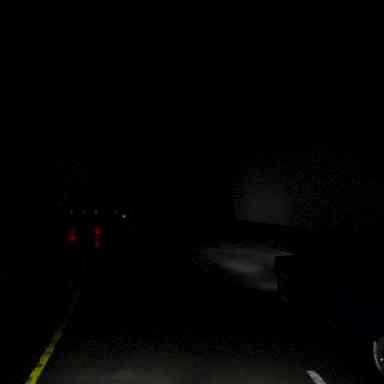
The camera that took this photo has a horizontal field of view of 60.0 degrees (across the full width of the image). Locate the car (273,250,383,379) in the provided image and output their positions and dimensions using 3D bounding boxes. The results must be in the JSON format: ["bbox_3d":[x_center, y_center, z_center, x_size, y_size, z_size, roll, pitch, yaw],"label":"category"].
[{"bbox_3d":[2.948,1.578,5.231,1.895,1.301,4.718,0,0,-8],"label":"car"}]

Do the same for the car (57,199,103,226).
[{"bbox_3d":[-8.202,1.391,24.153,2.097,1.767,4.553,0,0,-28],"label":"car"}]

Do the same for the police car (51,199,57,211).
[{"bbox_3d":[-16.741,1.594,39.764,2.038,1.542,4.974,0,0,-29],"label":"police car"}]

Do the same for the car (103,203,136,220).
[{"bbox_3d":[-6.427,1.626,28.334,1.895,1.301,4.718,0,0,-29],"label":"car"}]
